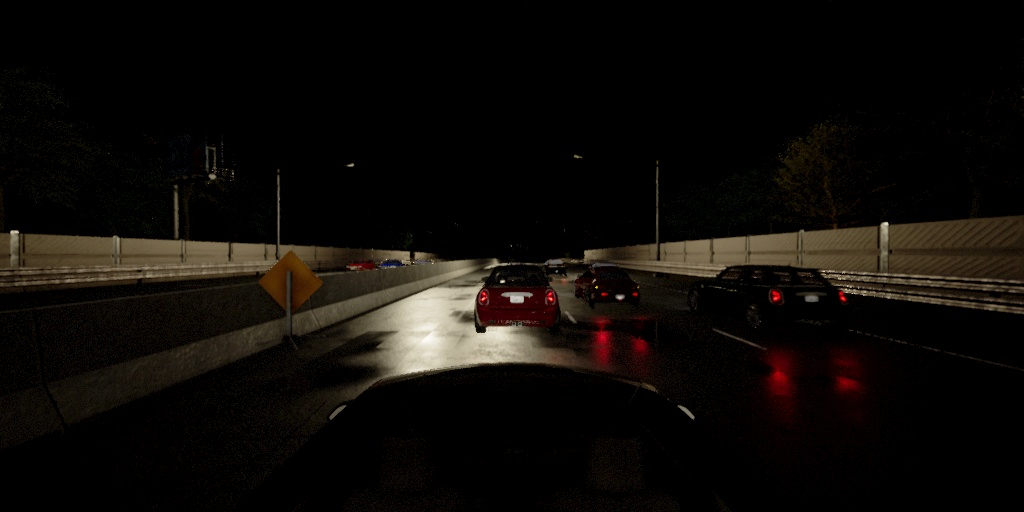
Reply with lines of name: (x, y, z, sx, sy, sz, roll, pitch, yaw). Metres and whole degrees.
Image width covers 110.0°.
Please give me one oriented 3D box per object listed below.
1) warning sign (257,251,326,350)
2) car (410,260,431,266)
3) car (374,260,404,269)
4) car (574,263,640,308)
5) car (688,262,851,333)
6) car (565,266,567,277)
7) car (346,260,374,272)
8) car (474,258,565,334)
warning sign: (-4.502, 0.818, 7.254, 1.300, 1.860, 1.060, 0, 0, 1)
car: (-10.237, 1.165, 41.019, 2.033, 1.411, 5.357, 0, 0, 1)
car: (-13.739, 1.143, 41.072, 1.812, 1.442, 4.674, 0, 0, 1)
car: (3.696, 1.185, 14.475, 1.812, 1.442, 4.674, 0, 1, 1)
car: (7.153, 1.034, 10.641, 2.097, 1.767, 4.553, 0, 0, 1)
car: (3.879, 1.108, 33.172, 2.128, 1.511, 4.902, 0, 0, 1)
car: (-17.233, 1.143, 41.102, 1.812, 1.442, 4.674, 0, 0, 1)
car: (0.151, 1.034, 10.548, 2.097, 1.767, 4.553, 0, 0, 1)
